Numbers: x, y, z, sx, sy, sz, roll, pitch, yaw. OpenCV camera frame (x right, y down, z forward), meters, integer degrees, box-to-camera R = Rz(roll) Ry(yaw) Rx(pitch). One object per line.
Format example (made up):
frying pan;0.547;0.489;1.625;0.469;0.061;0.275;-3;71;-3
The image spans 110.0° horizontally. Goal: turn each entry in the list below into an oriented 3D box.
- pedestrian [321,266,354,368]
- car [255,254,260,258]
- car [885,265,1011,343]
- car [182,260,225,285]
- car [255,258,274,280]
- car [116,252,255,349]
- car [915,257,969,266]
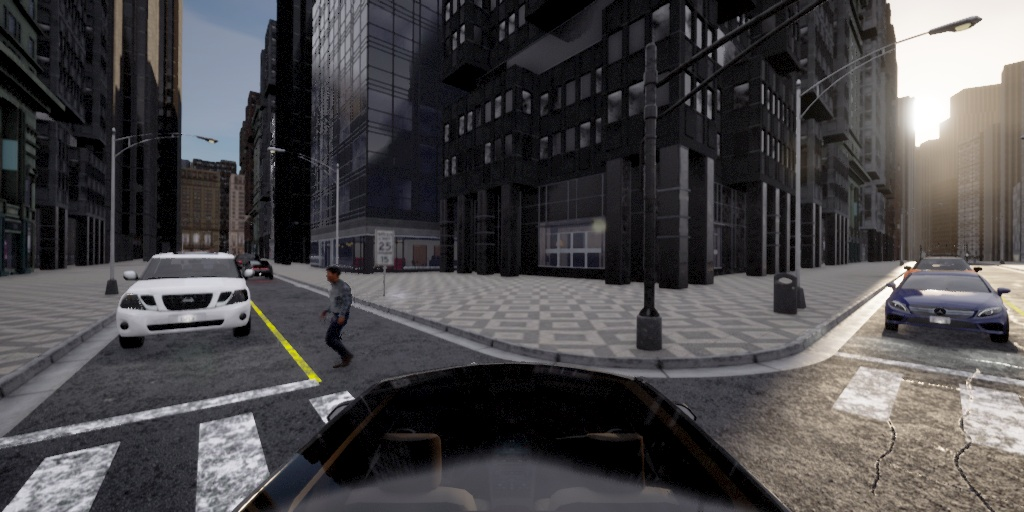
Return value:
pedestrian;-3.051;1.029;6.308;0.375;1.860;0.375;1;0;-40
car;-27.252;0.749;36.871;2.150;2.045;5.566;1;0;-41
car;11.237;1.122;9.331;4.674;1.442;1.812;-1;1;-38
car;-21.497;1.081;25.080;2.128;1.511;4.902;1;0;-40
car;-20.538;1.105;28.887;1.837;1.490;4.892;1;0;-40
car;-8.380;0.913;9.518;2.150;2.045;5.566;1;0;-39
car;18.880;0.835;15.783;4.553;1.767;2.097;-1;1;-40
